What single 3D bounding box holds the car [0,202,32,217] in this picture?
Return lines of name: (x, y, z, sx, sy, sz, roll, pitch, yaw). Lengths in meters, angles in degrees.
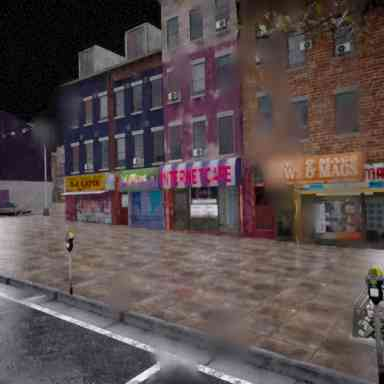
car: (-17.570, 1.621, 30.227, 2.033, 1.411, 5.357, -2, -1, 39)
